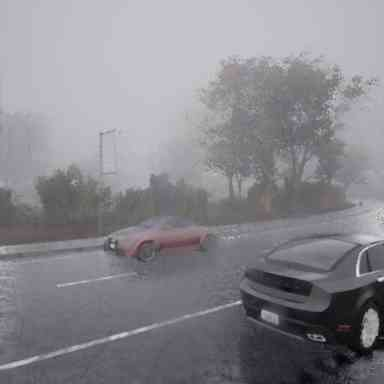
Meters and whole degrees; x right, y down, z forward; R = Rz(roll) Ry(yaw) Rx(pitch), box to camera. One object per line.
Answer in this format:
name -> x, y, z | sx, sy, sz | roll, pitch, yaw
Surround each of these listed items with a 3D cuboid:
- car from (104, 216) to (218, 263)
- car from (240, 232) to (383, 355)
car -> -1.040, 1.586, 12.179 | 4.181, 1.385, 1.994 | 0, 0, -38
car -> 3.017, 1.513, 6.181 | 4.892, 1.490, 1.837 | 0, 0, -38
